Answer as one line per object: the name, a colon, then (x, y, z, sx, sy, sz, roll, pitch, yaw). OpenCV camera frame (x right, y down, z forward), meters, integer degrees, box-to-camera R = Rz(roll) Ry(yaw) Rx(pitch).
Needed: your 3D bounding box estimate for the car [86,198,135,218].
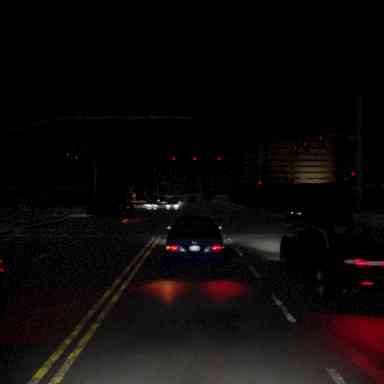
car: (-7.376, 1.346, 29.960, 4.553, 1.767, 2.097, 0, 0, 32)

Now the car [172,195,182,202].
car: (-3.453, 1.510, 76.291, 2.128, 1.511, 4.902, 0, 0, 0)

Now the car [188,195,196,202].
car: (0.048, 1.516, 78.070, 2.033, 1.411, 5.357, 0, 0, 0)

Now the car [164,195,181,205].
car: (-3.499, 1.588, 60.752, 1.895, 1.301, 4.718, 0, 0, 1)

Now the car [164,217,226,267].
car: (0.086, 1.545, 11.356, 2.033, 1.411, 5.357, 0, 0, 0)

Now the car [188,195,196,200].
car: (0.054, 1.407, 88.343, 1.994, 1.385, 4.181, 0, 0, 0)

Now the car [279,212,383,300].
car: (3.567, 1.490, 8.321, 2.128, 1.511, 4.902, 0, 0, 0)

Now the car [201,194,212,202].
car: (3.548, 1.328, 78.357, 2.097, 1.767, 4.553, 0, 0, 0)

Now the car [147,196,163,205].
car: (-7.003, 1.478, 60.909, 2.128, 1.511, 4.902, 0, 0, 1)

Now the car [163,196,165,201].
car: (-6.953, 1.524, 76.387, 2.033, 1.411, 5.357, 0, 0, 0)

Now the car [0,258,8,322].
car: (-3.592, 1.221, 2.267, 2.150, 2.045, 5.566, 0, 0, 0)

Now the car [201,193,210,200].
car: (3.554, 1.210, 88.313, 2.097, 1.767, 4.553, 0, 0, 0)

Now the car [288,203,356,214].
car: (9.684, 1.543, 24.677, 5.357, 1.411, 2.033, 0, 0, -15)
